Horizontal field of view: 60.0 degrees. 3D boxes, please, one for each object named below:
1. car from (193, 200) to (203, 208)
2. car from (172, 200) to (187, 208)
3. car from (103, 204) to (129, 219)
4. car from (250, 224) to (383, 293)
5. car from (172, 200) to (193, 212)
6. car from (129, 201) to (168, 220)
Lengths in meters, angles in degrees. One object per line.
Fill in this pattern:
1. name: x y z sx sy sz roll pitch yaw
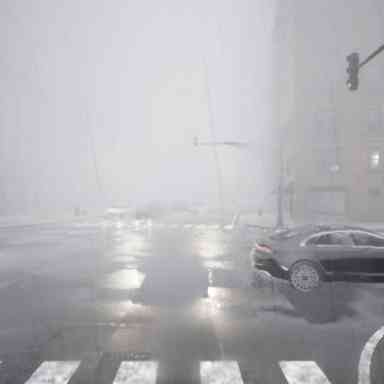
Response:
1. car: 0.975 2.258 64.247 1.882 1.535 5.008 0 -1 9
2. car: -2.412 2.246 63.686 1.882 1.535 5.008 0 -1 10
3. car: -7.297 1.915 33.585 1.812 1.442 4.674 0 -1 9
4. car: 3.988 1.606 8.541 4.902 1.511 2.128 0 -1 0
5. car: -1.565 2.065 48.761 1.882 1.535 5.008 0 -1 9
6. car: -4.100 1.936 33.045 2.033 1.411 5.357 0 -1 9
